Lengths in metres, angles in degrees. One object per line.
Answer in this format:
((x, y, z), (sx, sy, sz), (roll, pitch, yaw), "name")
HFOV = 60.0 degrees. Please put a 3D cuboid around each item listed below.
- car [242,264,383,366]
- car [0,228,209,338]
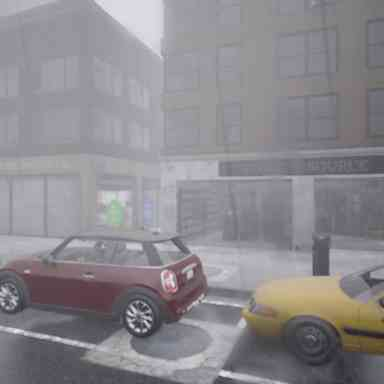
((3.145, 1.528, 4.514), (4.829, 1.417, 1.752), (0, 0, 21), "car")
((-1.845, 1.444, 6.452), (4.097, 1.590, 1.967), (0, 0, 21), "car")
